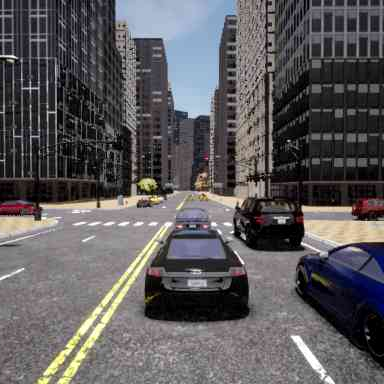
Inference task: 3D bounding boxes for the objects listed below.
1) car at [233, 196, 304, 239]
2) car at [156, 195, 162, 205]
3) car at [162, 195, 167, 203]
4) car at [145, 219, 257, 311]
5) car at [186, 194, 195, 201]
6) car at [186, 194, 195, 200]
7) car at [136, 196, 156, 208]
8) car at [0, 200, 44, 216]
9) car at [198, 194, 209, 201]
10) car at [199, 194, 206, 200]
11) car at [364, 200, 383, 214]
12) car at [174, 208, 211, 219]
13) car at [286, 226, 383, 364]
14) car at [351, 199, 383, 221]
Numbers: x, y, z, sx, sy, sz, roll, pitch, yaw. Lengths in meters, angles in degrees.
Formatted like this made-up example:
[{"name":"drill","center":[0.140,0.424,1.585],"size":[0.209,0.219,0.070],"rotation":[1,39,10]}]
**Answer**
[{"name":"car","center":[3.306,1.213,15.272],"size":[2.150,2.045,5.566],"rotation":[0,0,-2]},{"name":"car","center":[-6.842,1.432,57.557],"size":[1.882,1.535,5.008],"rotation":[0,0,0]},{"name":"car","center":[-6.824,1.467,68.205],"size":[1.812,1.442,4.674],"rotation":[0,0,0]},{"name":"car","center":[0.067,1.560,7.821],"size":[1.994,1.385,4.181],"rotation":[0,0,-1]},{"name":"car","center":[-0.357,1.396,78.676],"size":[1.882,1.535,5.008],"rotation":[0,0,0]},{"name":"car","center":[-0.405,1.268,89.093],"size":[2.128,1.511,4.902],"rotation":[0,0,0]},{"name":"car","center":[-6.810,1.530,48.218],"size":[1.994,1.385,4.181],"rotation":[0,0,0]},{"name":"car","center":[-15.981,1.443,30.700],"size":[4.181,1.385,1.994],"rotation":[1,1,5]},{"name":"car","center":[2.893,1.396,78.690],"size":[1.882,1.535,5.008],"rotation":[0,0,0]},{"name":"car","center":[2.845,1.243,89.107],"size":[1.837,1.490,4.892],"rotation":[0,0,0]},{"name":"car","center":[21.646,1.643,36.272],"size":[4.829,1.417,1.752],"rotation":[1,0,1]},{"name":"car","center":[0.023,1.538,17.043],"size":[2.033,1.411,5.357],"rotation":[0,0,0]},{"name":"car","center":[3.334,1.561,5.852],"size":[1.994,1.385,4.181],"rotation":[0,0,-1]},{"name":"car","center":[16.075,1.520,27.960],"size":[5.009,1.841,2.192],"rotation":[1,0,1]}]
